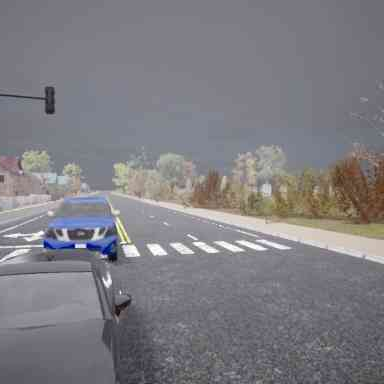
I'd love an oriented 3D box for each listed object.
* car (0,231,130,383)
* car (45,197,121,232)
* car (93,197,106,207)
[{"bbox_3d":[-1.746,1.525,3.976,1.812,1.442,4.674,0,0,-12],"label":"car"},{"bbox_3d":[-3.901,1.219,12.219,2.150,2.045,5.566,0,0,-15],"label":"car"},{"bbox_3d":[-13.933,1.469,50.206,1.837,1.490,4.892,0,0,-15],"label":"car"}]
